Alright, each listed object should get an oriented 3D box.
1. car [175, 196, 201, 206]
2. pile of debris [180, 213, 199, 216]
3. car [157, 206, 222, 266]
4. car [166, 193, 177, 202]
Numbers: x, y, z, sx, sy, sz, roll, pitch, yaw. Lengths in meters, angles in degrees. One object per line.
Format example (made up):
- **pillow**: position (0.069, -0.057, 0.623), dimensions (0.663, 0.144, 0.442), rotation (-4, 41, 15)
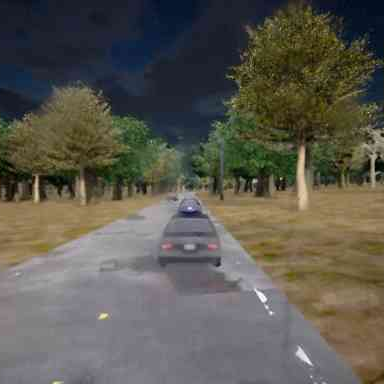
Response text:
- **car**: position (-0.171, 1.245, 28.452), dimensions (1.994, 1.385, 4.181), rotation (0, 1, 0)
- **pile of debris**: position (-0.210, 1.863, 27.874), dimensions (1.500, 0.140, 1.860), rotation (0, 1, 0)
- **car**: position (-0.059, 1.422, 10.998), dimensions (2.033, 1.411, 5.357), rotation (0, 1, 0)
- **car**: position (-3.492, 0.859, 57.545), dimensions (1.882, 1.535, 5.008), rotation (0, 1, 0)
